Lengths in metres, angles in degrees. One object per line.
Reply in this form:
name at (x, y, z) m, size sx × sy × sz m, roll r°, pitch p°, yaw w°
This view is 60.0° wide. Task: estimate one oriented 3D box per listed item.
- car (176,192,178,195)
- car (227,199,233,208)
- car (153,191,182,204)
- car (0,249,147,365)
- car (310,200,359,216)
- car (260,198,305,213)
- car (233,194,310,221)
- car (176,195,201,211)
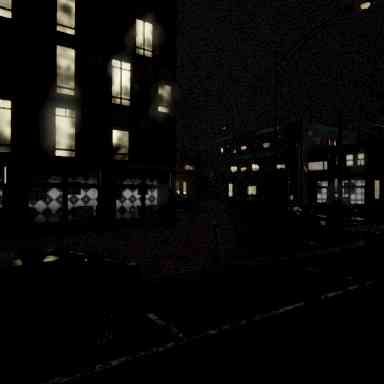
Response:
car at (-0.643, 1.101, 47.613) m, size 2.008 × 1.369 × 4.403 m, roll 1°, pitch 0°, yaw -36°
car at (5.937, 1.130, 38.683) m, size 1.967 × 1.590 × 4.097 m, roll 1°, pitch 0°, yaw -36°
car at (-3.927, 0.793, 52.077) m, size 2.192 × 1.841 × 5.009 m, roll 1°, pitch 0°, yaw -36°
car at (-2.722, 1.566, 4.613) m, size 4.313 × 1.339 × 1.947 m, roll 0°, pitch 0°, yaw -36°
car at (12.515, 1.371, 29.752) m, size 1.887 × 1.381 × 4.507 m, roll 1°, pitch 0°, yaw -36°
car at (9.225, 1.340, 34.216) m, size 1.802 × 1.307 × 4.206 m, roll 1°, pitch 0°, yaw -36°
car at (5.774, 1.101, 24.781) m, size 2.192 × 1.841 × 5.009 m, roll 1°, pitch 0°, yaw -36°
car at (-0.812, 1.231, 33.712) m, size 1.802 × 1.307 × 4.206 m, roll 1°, pitch 0°, yaw -36°
